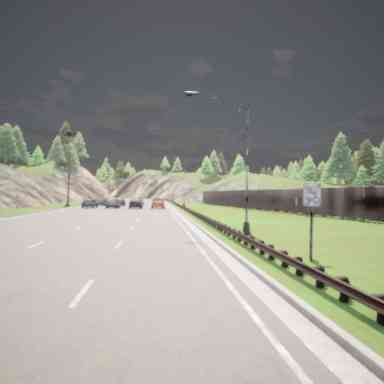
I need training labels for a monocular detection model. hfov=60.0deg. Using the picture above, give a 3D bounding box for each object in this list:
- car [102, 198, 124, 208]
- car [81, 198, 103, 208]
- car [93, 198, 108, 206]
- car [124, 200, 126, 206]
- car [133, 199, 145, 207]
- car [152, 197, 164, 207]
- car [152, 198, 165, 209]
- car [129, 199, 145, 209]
[{"bbox_3d":[-12.329,1.857,52.182,1.994,1.385,4.181,1,-1,-5],"label":"car"},{"bbox_3d":[-15.787,1.718,51.605,2.128,1.511,4.902,1,-1,-5],"label":"car"},{"bbox_3d":[-16.880,1.870,61.678,1.994,1.385,4.181,1,-1,-6],"label":"car"},{"bbox_3d":[-13.398,1.860,62.039,2.128,1.511,4.902,1,-1,-6],"label":"car"},{"bbox_3d":[-9.918,1.984,62.399,2.033,1.411,5.357,1,-1,-6],"label":"car"},{"bbox_3d":[-6.517,1.860,63.560,2.097,1.767,4.553,1,-1,-6],"label":"car"},{"bbox_3d":[-5.466,1.783,53.971,2.097,1.767,4.553,1,-1,-6],"label":"car"},{"bbox_3d":[-8.826,1.834,52.332,1.882,1.535,5.008,1,-1,-5],"label":"car"}]
